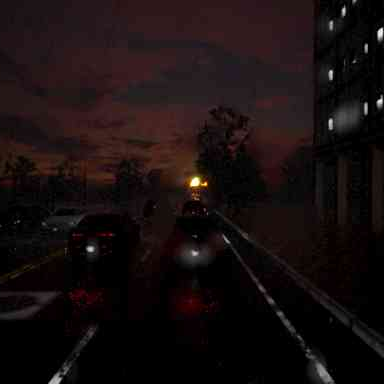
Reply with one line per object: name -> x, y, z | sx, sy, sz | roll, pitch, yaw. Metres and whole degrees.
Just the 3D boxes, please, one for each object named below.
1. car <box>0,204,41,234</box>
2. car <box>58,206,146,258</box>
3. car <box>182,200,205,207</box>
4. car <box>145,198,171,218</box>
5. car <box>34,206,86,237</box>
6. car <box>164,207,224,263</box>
car -> -9.840, 1.513, 19.380 | 1.837, 1.490, 4.892 | 0, 0, 0
car -> -3.155, 1.513, 12.795 | 1.837, 1.490, 4.892 | 0, 0, 0
car -> 0.104, 1.511, 30.686 | 1.837, 1.490, 4.892 | 0, 0, 0
car -> -3.146, 1.359, 30.767 | 2.097, 1.767, 4.553 | 0, 0, 0
car -> -6.591, 1.534, 18.331 | 1.812, 1.442, 4.674 | 0, 0, 0
car -> 0.094, 1.514, 11.958 | 1.837, 1.490, 4.892 | 0, 1, 0
